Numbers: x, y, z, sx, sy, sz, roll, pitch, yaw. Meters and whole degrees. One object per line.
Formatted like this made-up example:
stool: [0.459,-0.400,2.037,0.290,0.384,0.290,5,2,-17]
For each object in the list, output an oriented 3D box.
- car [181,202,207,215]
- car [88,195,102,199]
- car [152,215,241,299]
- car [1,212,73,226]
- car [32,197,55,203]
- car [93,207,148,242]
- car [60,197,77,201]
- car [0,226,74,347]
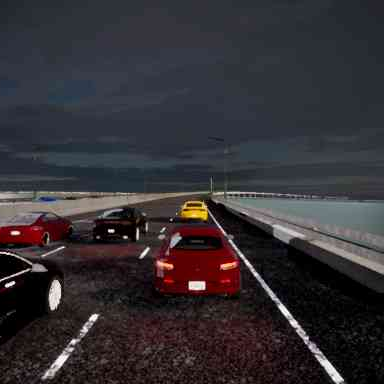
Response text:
car: [0.175,1.480,25.890,1.882,1.535,5.008,0,0,0]
car: [-17.017,1.343,57.851,2.097,1.767,4.553,0,0,1]
car: [0.102,1.527,8.314,1.812,1.442,4.674,0,0,0]
car: [-6.882,1.566,14.958,1.994,1.385,4.181,0,0,0]
car: [-24.124,1.475,54.017,1.882,1.535,5.008,0,0,1]
car: [-3.377,1.480,16.396,1.882,1.535,5.008,0,0,0]
car: [-20.586,1.521,55.440,1.812,1.442,4.674,0,0,2]
car: [-3.398,1.505,4.593,1.837,1.490,4.892,0,0,0]
